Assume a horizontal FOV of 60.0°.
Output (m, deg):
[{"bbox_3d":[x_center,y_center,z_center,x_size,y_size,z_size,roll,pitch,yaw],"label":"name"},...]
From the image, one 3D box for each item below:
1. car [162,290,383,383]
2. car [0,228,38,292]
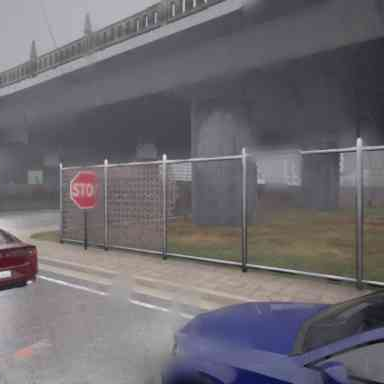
[{"bbox_3d":[1.902,1.526,2.583,4.674,1.442,1.812,0,0,35],"label":"car"},{"bbox_3d":[-5.720,1.478,7.994,5.008,1.535,1.882,0,0,35],"label":"car"}]
